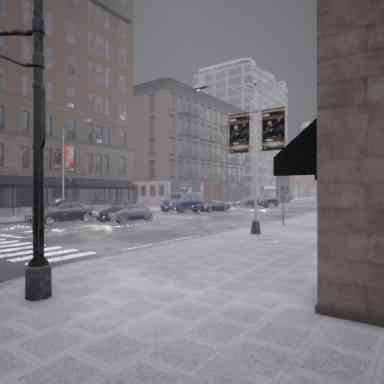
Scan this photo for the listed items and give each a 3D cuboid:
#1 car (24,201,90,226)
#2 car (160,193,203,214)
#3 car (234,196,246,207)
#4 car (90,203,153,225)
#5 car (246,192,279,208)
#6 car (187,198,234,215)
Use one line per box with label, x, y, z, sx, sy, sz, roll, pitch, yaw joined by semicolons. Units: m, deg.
car;-9.094;1.450;23.242;1.837;1.490;4.892;0;1;35
car;-0.895;1.107;34.806;2.150;2.045;5.566;0;0;36
car;7.444;1.318;46.516;2.128;1.511;4.902;0;0;36
car;-4.735;1.491;23.780;1.994;1.385;4.181;0;0;35
car;9.628;1.047;43.984;2.150;2.045;5.566;0;0;35
car;1.922;1.480;33.169;1.895;1.301;4.718;0;0;35
